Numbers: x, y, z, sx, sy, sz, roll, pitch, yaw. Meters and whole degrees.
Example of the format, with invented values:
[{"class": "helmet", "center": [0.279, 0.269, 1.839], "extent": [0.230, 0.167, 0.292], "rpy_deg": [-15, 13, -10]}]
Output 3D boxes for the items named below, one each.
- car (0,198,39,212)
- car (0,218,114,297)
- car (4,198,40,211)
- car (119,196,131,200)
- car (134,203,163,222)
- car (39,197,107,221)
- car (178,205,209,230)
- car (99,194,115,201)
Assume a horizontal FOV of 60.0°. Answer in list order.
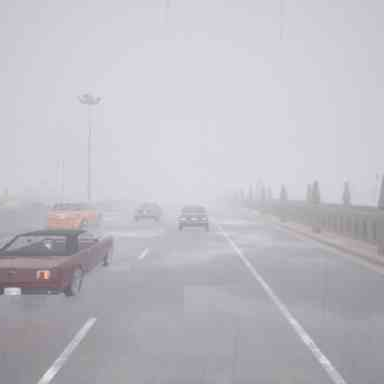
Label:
[{"class": "car", "center": [-14.088, 1.480, 28.679], "extent": [1.882, 1.535, 5.008], "rpy_deg": [0, 0, 0]}, {"class": "car", "center": [-3.398, 1.601, 8.553], "extent": [1.895, 1.301, 4.718], "rpy_deg": [0, 0, 0]}, {"class": "car", "center": [-21.069, 1.493, 41.419], "extent": [1.882, 1.535, 5.008], "rpy_deg": [0, 0, 0]}, {"class": "car", "center": [-13.984, 1.568, 69.687], "extent": [1.882, 1.535, 5.008], "rpy_deg": [0, 0, 0]}, {"class": "car", "center": [-3.393, 1.550, 26.563], "extent": [2.033, 1.411, 5.357], "rpy_deg": [0, 0, 0]}, {"class": "car", "center": [-6.895, 1.352, 19.831], "extent": [2.097, 1.767, 4.553], "rpy_deg": [0, 0, 0]}, {"class": "car", "center": [0.106, 1.548, 21.072], "extent": [2.033, 1.411, 5.357], "rpy_deg": [0, 0, 0]}, {"class": "car", "center": [-17.484, 1.628, 69.364], "extent": [2.033, 1.411, 5.357], "rpy_deg": [0, 0, 0]}]
